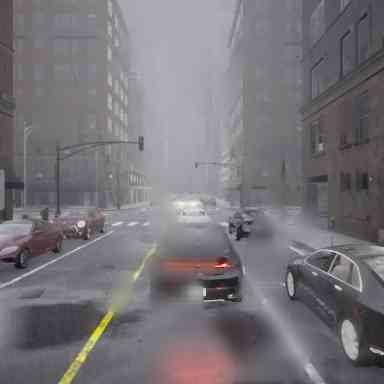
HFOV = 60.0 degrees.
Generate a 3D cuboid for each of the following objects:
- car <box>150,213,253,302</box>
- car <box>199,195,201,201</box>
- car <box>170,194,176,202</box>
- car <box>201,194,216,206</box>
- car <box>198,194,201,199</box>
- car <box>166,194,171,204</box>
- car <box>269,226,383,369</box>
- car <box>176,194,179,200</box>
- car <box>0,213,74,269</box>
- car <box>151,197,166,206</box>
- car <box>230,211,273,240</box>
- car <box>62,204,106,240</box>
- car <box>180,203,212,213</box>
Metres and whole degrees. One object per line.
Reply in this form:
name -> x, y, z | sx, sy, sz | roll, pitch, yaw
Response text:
car -> 0.096, 1.505, 8.234 | 1.837, 1.490, 4.892 | 0, 0, 0
car -> 2.892, 1.607, 64.478 | 2.008, 1.369, 4.403 | 0, 0, 0
car -> -5.609, 1.626, 80.544 | 1.752, 1.417, 4.829 | 0, 0, 0
car -> 2.875, 1.476, 53.660 | 1.967, 1.590, 4.097 | 0, 0, 0
car -> 2.908, 1.525, 75.296 | 1.967, 1.590, 4.097 | 0, 0, 0
car -> -5.633, 1.607, 64.488 | 2.008, 1.369, 4.403 | 0, 0, 0
car -> 2.854, 1.551, 5.568 | 2.008, 1.369, 4.403 | 0, 0, 0
car -> -5.593, 1.457, 91.531 | 2.192, 1.841, 5.009 | 0, 0, 0
car -> -5.673, 1.582, 11.067 | 1.802, 1.307, 4.206 | 0, 0, 0
car -> -5.650, 1.618, 53.671 | 1.802, 1.307, 4.206 | 0, 0, 0
car -> 2.851, 1.567, 16.570 | 1.947, 1.339, 4.313 | 0, 0, 0
car -> -5.675, 1.441, 16.568 | 1.967, 1.590, 4.097 | 0, 0, 0
car -> 0.078, 1.527, 17.382 | 1.812, 1.442, 4.674 | 0, 0, -1
